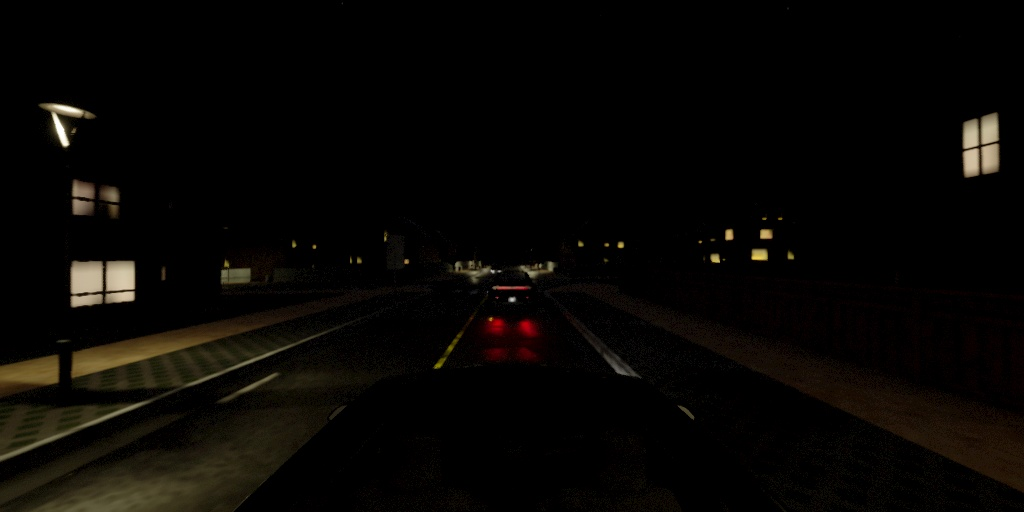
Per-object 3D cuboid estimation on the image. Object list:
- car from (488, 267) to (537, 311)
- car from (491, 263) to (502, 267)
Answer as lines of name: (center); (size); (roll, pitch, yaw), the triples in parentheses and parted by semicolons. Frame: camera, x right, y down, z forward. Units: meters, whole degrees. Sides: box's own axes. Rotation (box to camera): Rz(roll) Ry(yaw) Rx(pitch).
car: (0.028, 1.379, 15.292); (2.128, 1.511, 4.902); (0, 0, 1)
car: (-2.756, 1.919, 64.559); (2.033, 1.411, 5.357); (0, -1, 1)
